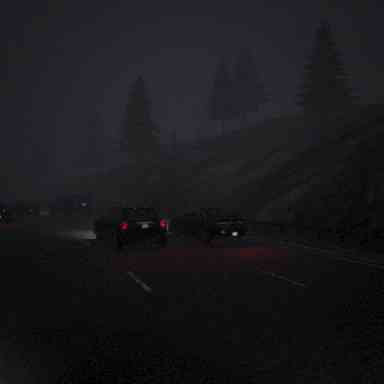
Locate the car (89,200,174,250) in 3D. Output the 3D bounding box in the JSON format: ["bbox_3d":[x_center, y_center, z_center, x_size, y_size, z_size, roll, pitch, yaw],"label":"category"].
[{"bbox_3d":[-2.870,1.352,14.764,2.097,1.767,4.553,0,0,-29],"label":"car"}]

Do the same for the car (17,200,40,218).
[{"bbox_3d":[-15.802,1.477,30.627,5.008,1.535,1.882,0,0,43],"label":"car"}]

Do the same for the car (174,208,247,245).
[{"bbox_3d":[0.573,1.491,15.776,2.128,1.511,4.902,0,0,-29],"label":"car"}]

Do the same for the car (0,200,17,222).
[{"bbox_3d":[-15.161,1.503,25.085,1.837,1.490,4.892,0,0,-44],"label":"car"}]

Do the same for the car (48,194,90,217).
[{"bbox_3d":[-11.613,1.219,31.581,5.566,2.045,2.150,0,0,44],"label":"car"}]
